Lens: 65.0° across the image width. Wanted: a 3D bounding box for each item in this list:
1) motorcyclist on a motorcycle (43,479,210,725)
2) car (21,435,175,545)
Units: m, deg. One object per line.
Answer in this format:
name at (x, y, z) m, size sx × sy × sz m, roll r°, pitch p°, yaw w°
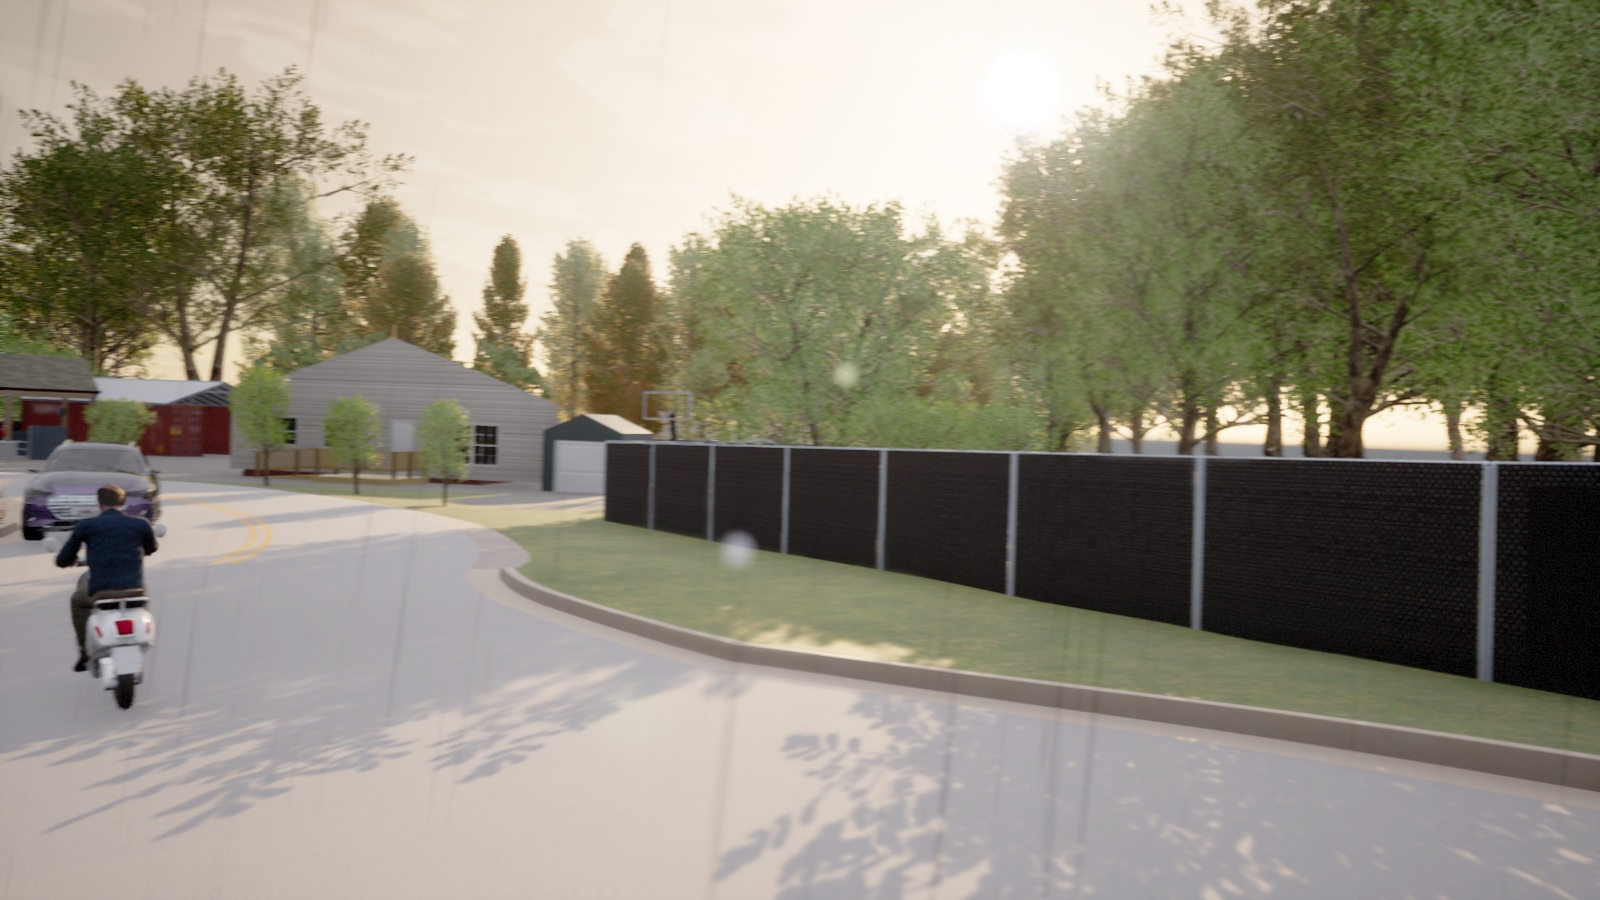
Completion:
motorcyclist on a motorcycle at (-5.048, 1.035, 9.351) m, size 0.866 × 1.590 × 1.817 m, roll -1°, pitch 1°, yaw -35°
car at (-12.224, 0.622, 22.155) m, size 2.033 × 1.649 × 4.856 m, roll 1°, pitch 1°, yaw -25°
